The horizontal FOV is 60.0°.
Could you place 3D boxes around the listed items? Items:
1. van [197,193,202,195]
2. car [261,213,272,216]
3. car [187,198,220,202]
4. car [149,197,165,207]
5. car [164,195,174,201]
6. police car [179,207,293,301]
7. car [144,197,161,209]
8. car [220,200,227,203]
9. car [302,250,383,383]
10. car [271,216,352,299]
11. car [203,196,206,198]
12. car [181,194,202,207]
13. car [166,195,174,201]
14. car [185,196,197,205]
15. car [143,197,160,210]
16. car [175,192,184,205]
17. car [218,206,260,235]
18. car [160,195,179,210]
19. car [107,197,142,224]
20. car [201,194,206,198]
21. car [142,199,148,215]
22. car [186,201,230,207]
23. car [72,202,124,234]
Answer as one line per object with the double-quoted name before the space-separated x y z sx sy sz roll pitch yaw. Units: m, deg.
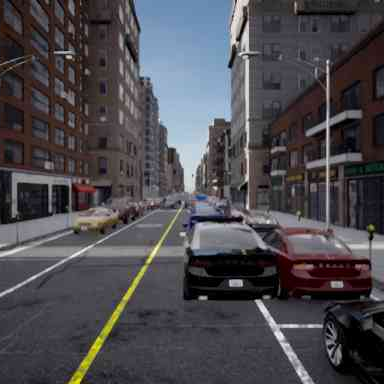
"van" 2.490 1.303 79.478 1.690 1.788 3.998 0 0 0
"car" 2.611 1.543 13.765 2.008 1.369 4.403 0 0 0
"car" 0.779 1.466 24.423 1.882 1.535 5.008 0 0 0
"car" -5.485 1.526 52.373 2.008 1.369 4.403 0 0 0
"car" -5.535 1.512 79.455 2.008 1.369 4.403 0 0 0
"police car" 0.712 1.421 8.514 1.930 1.638 5.238 0 0 -2
"car" -5.475 1.503 46.685 1.752 1.417 4.829 0 0 0
"car" 2.581 1.536 30.322 2.008 1.369 4.403 0 0 0
"car" 2.632 1.564 2.727 1.947 1.339 4.313 0 0 0
"car" 2.621 1.540 8.246 1.887 1.381 4.507 0 0 0
"car" 2.560 1.562 41.359 1.802 1.307 4.206 0 0 0
"car" -0.063 1.470 46.417 2.128 1.511 4.902 0 0 0
"car" -5.545 1.503 85.137 1.887 1.381 4.507 0 0 0
"car" -0.110 1.520 59.121 2.033 1.411 5.357 0 0 0
"car" -5.465 1.420 41.337 1.967 1.590 4.097 0 0 0
"car" -2.857 1.325 57.447 2.097 1.767 4.553 0 0 0
"car" 2.601 1.572 19.284 1.802 1.307 4.206 0 0 0
"car" -2.920 1.484 41.649 1.837 1.490 4.892 0 0 0
"car" -5.434 1.303 24.781 2.192 1.841 5.009 0 0 0
"car" 2.550 1.418 46.878 1.967 1.590 4.097 0 0 0
"car" -5.444 1.567 30.300 1.802 1.307 4.206 0 0 0
"car" 0.790 1.469 18.423 1.882 1.535 5.008 0 0 0
"car" -5.419 1.515 19.095 1.752 1.417 4.829 0 0 0
